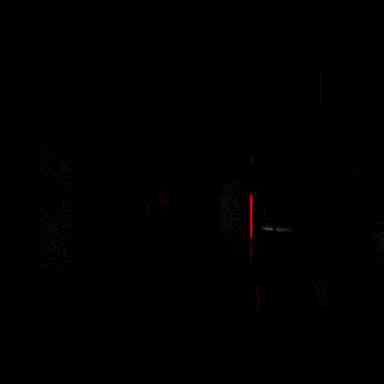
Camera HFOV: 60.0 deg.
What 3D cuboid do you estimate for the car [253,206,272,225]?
[{"bbox_3d":[3.357,1.505,23.308,1.837,1.490,4.892,0,0,-36],"label":"car"}]

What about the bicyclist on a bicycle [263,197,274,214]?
[{"bbox_3d":[7.383,1.349,32.117,1.656,1.620,0.582,0,0,-36],"label":"bicyclist on a bicycle"}]
